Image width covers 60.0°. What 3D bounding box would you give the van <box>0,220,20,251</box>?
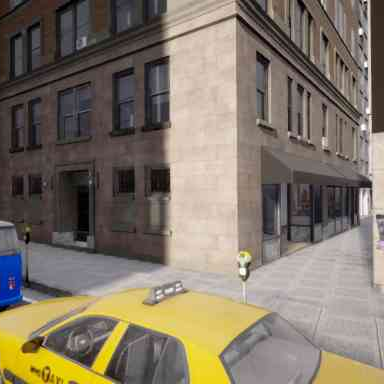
[{"bbox_3d":[-4.928,1.342,6.384,3.998,1.788,1.690,0,-1,36],"label":"van"}]

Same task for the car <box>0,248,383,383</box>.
[{"bbox_3d":[-0.452,1.526,3.182,4.829,1.417,1.752,0,-1,36],"label":"car"}]
